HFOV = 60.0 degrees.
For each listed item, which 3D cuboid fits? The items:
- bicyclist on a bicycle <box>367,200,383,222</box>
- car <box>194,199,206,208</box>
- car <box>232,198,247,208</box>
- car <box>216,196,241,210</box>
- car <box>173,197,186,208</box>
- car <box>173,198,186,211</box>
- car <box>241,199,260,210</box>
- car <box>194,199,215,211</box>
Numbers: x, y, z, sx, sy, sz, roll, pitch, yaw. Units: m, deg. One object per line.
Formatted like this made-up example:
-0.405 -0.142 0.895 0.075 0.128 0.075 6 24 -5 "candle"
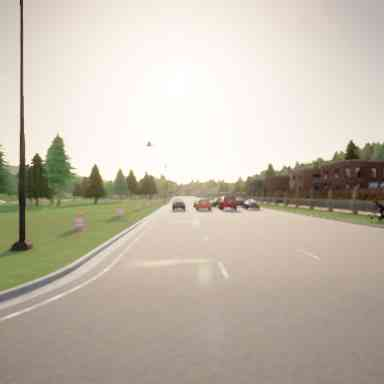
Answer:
13.374 1.386 23.894 1.656 1.620 0.582 -1 0 -2 "bicyclist on a bicycle"
1.343 2.024 58.602 1.994 1.385 4.181 0 0 -2 "car"
8.339 1.909 58.798 1.837 1.490 4.892 0 0 -2 "car"
5.181 1.567 48.197 2.150 2.045 5.566 0 0 -1 "car"
-2.157 1.840 58.477 2.097 1.767 4.553 0 0 -2 "car"
-1.816 1.907 48.086 1.837 1.490 4.892 0 0 -1 "car"
8.671 1.847 48.775 1.812 1.442 4.674 0 0 -1 "car"
1.679 1.728 48.376 2.097 1.767 4.553 0 0 -1 "car"
